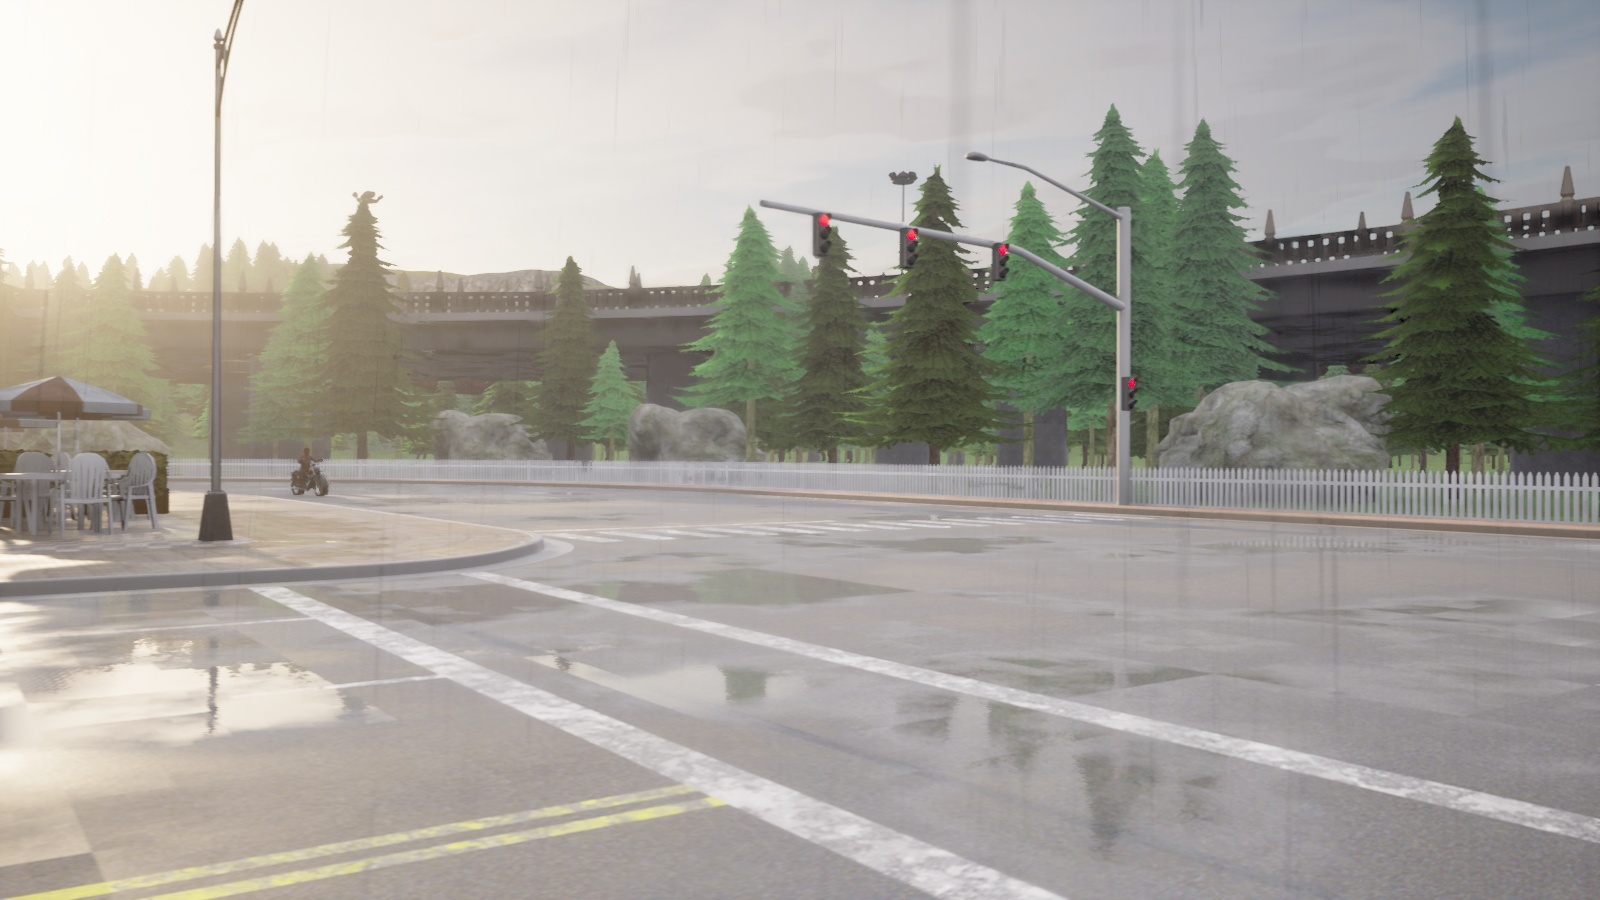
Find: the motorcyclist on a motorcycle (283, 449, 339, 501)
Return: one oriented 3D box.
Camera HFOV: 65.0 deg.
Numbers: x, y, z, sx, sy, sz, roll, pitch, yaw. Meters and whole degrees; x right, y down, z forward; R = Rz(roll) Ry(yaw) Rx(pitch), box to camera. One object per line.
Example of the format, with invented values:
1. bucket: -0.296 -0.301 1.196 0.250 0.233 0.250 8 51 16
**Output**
1. motorcyclist on a motorcycle: -16.092 0.794 41.270 2.350 1.649 0.766 0 0 43
